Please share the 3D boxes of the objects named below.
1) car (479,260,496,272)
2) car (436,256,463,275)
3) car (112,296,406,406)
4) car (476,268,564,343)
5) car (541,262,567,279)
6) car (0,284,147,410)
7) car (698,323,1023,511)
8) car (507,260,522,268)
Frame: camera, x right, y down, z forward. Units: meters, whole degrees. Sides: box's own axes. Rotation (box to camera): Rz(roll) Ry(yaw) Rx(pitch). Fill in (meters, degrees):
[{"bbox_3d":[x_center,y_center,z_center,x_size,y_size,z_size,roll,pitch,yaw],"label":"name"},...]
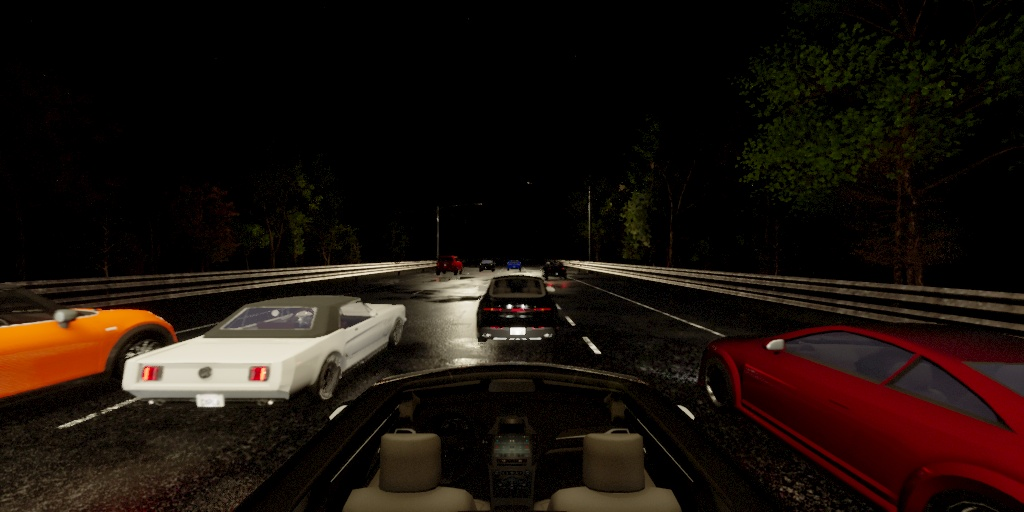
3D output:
[{"bbox_3d":[-3.205,1.285,46.597,2.128,1.511,4.902,0,0,0],"label":"car"},{"bbox_3d":[-6.740,1.005,38.891,2.150,2.045,5.566,0,0,0],"label":"car"},{"bbox_3d":[-3.397,1.350,6.283,1.895,1.301,4.718,0,0,0],"label":"car"},{"bbox_3d":[0.125,1.256,9.642,1.837,1.490,4.892,0,0,0],"label":"car"},{"bbox_3d":[3.732,1.265,32.218,2.128,1.511,4.902,0,0,0],"label":"car"},{"bbox_3d":[-6.915,1.100,4.351,2.097,1.767,4.553,0,0,1],"label":"car"},{"bbox_3d":[3.603,1.314,3.355,1.994,1.385,4.181,0,0,0],"label":"car"},{"bbox_3d":[0.310,1.277,50.238,1.882,1.535,5.008,0,0,0],"label":"car"}]
